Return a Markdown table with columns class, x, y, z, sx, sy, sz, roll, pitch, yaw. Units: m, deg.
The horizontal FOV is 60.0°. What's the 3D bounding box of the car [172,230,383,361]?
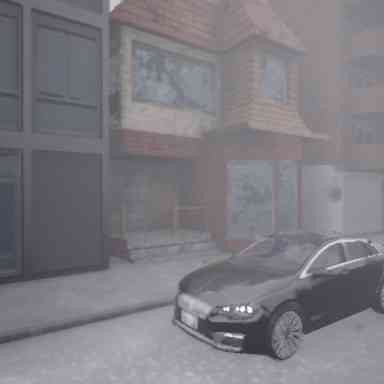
| class | x | y | z | sx | sy | sz | roll | pitch | yaw |
| --- | --- | --- | --- | --- | --- | --- | --- | --- | --- |
| car | 1.965 | 1.506 | 6.032 | 4.902 | 1.511 | 2.128 | 0 | 0 | -35 |
